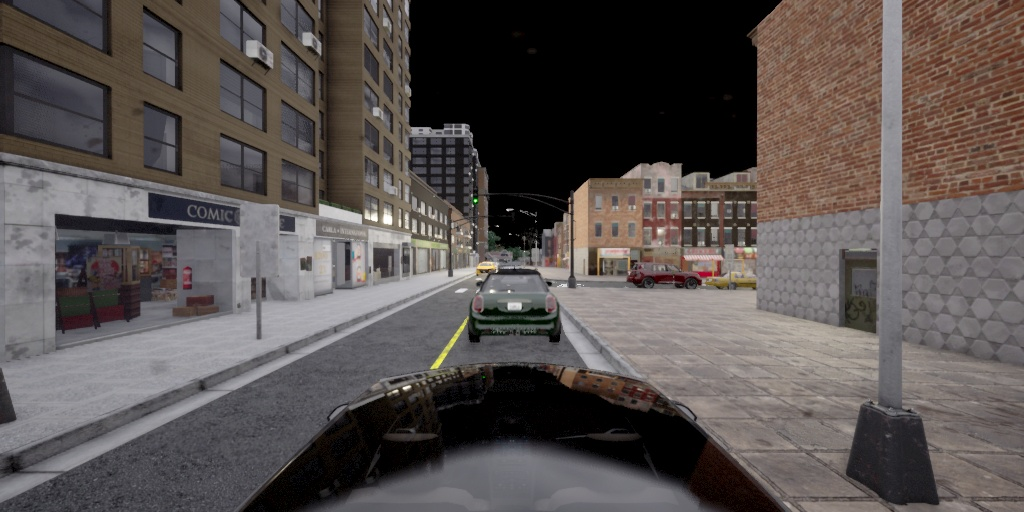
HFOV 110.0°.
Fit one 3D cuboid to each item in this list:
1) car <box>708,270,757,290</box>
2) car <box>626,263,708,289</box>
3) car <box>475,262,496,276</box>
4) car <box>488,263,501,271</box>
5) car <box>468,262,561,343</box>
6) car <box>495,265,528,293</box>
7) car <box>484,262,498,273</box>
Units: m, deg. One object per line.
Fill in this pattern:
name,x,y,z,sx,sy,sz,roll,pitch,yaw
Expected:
car,16.459,1.722,25.591,4.829,1.417,1.751,0,0,0
car,10.744,1.410,25.589,5.009,1.841,2.192,0,0,0
car,-2.928,1.427,40.754,1.882,1.535,5.008,0,-1,1
car,-2.967,1.800,61.542,1.895,1.301,4.718,0,-1,0
car,0.062,1.108,9.851,2.097,1.767,4.553,0,0,0
car,0.006,1.339,22.086,1.812,1.442,4.674,0,0,0
car,-2.952,1.582,50.983,1.812,1.442,4.674,0,-1,0
